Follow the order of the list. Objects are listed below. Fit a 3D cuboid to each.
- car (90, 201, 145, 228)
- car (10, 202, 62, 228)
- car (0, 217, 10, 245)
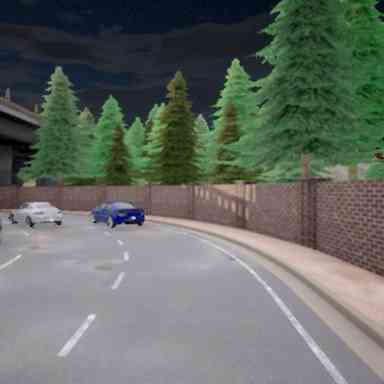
[{"bbox_3d":[-4.750,1.299,20.726,1.882,1.535,5.008,0,0,-36],"label":"car"},{"bbox_3d":[-9.755,1.347,20.779,4.674,1.442,1.812,0,0,44],"label":"car"},{"bbox_3d":[-7.962,1.377,11.696,1.882,1.535,5.008,1,0,-21],"label":"car"}]
